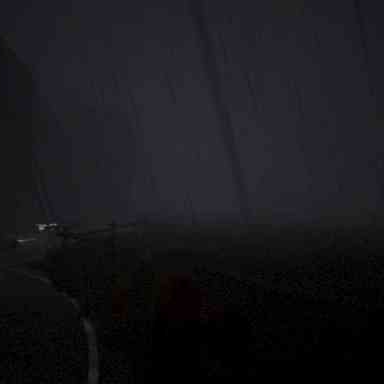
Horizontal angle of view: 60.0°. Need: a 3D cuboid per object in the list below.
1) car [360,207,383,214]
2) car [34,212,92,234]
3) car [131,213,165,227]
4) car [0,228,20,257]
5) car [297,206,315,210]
[{"bbox_3d":[37.930,4.325,68.756,4.611,1.667,2.242,0,-2,18],"label":"car"},{"bbox_3d":[-9.080,2.182,23.843,2.128,1.511,4.902,0,-2,15],"label":"car"},{"bbox_3d":[-3.776,2.520,29.584,1.994,1.385,4.181,0,-2,15],"label":"car"},{"bbox_3d":[-7.944,1.919,12.326,1.895,1.301,4.718,1,-2,-16],"label":"car"},{"bbox_3d":[29.478,4.624,86.095,4.605,1.855,1.932,0,-2,18],"label":"car"}]
